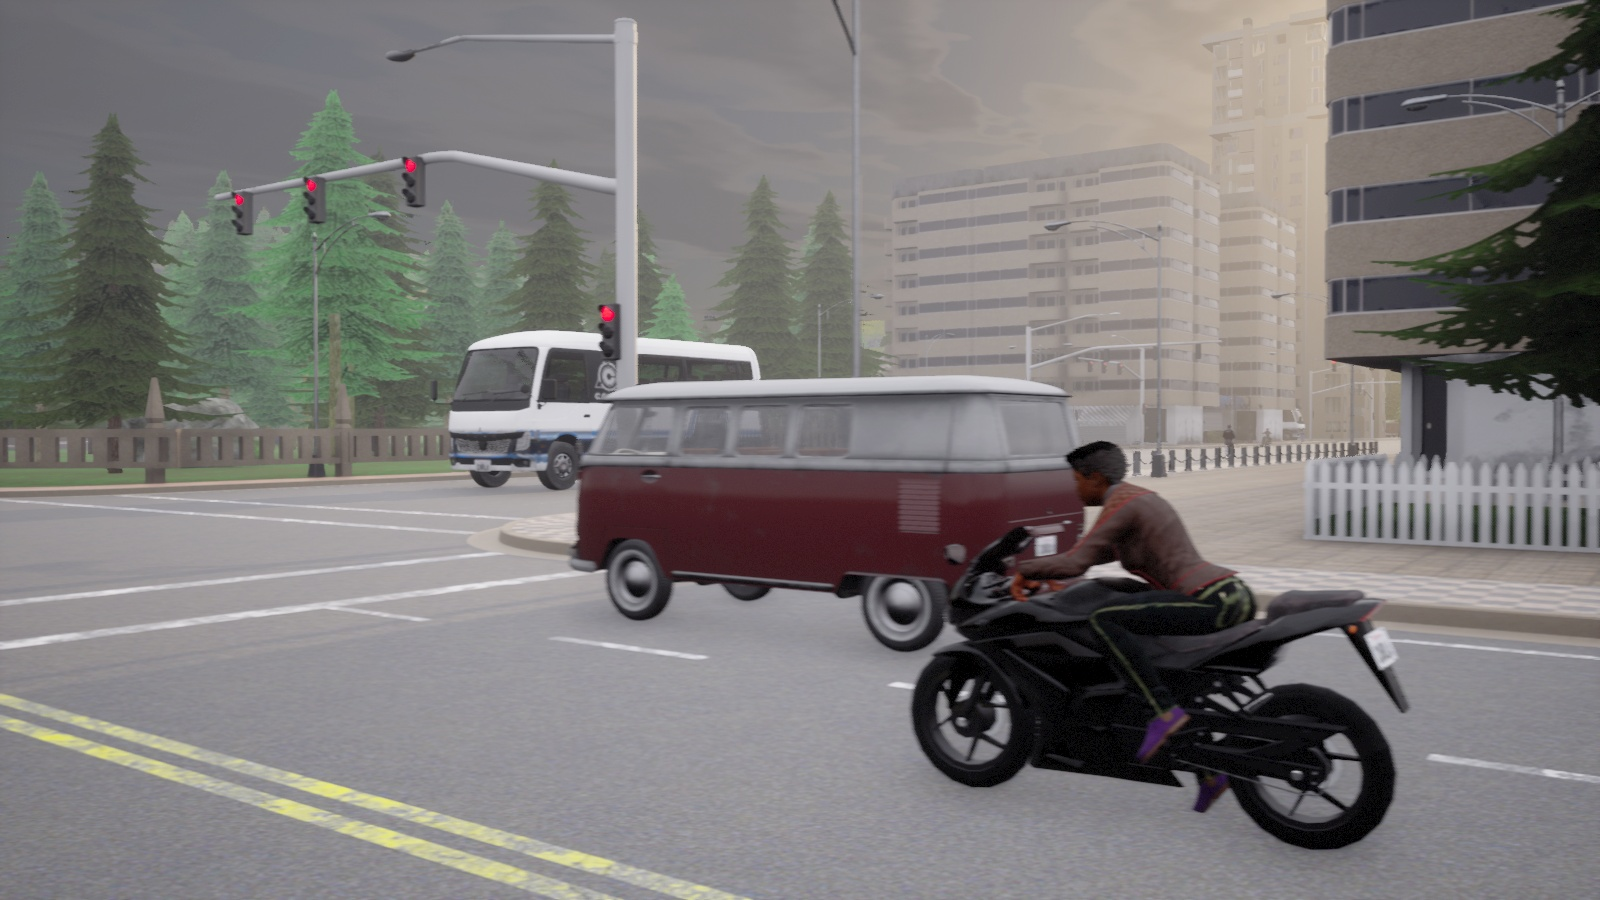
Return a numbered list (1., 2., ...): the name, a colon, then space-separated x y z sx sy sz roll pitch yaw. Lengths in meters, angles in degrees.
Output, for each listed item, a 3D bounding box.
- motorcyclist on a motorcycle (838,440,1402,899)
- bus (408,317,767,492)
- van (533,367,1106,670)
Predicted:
1. motorcyclist on a motorcycle: 1.230 0.731 5.075 2.044 1.523 0.797 1 1 36
2. bus: -5.636 -1.171 35.839 3.944 4.253 10.273 1 1 36
3. van: 0.025 0.410 10.247 4.442 1.987 1.775 1 1 36
